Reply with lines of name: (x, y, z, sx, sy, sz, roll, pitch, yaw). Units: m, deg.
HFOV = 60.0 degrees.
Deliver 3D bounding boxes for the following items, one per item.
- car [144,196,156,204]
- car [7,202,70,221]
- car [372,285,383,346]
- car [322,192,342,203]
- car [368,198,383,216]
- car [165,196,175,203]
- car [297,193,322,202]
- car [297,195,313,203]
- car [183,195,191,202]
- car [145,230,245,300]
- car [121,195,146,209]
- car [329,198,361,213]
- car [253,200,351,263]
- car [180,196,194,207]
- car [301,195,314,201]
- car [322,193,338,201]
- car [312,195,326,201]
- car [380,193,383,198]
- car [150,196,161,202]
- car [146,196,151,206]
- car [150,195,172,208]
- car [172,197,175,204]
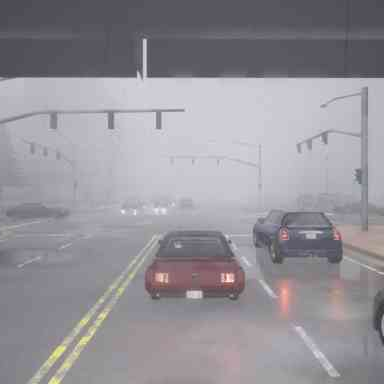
car: (-8.027, 1.526, 63.959, 1.812, 1.442, 4.674, 0, 0, 0)
car: (-12.333, 1.525, 26.873, 4.674, 1.442, 1.812, 0, 0, -6)
car: (3.601, 1.505, 3.018, 1.837, 1.490, 4.892, 0, 0, 0)
car: (19.556, 1.156, 48.097, 1.905, 1.878, 3.866, 0, 0, 0)
car: (19.265, 1.505, 30.379, 4.892, 1.490, 1.837, 0, 0, 1)
car: (-4.519, 1.601, 68.742, 1.895, 1.301, 4.718, 0, 0, 0)
car: (16.662, 1.153, 48.144, 1.932, 1.855, 4.605, 0, 0, 0)
car: (22.216, 1.395, 65.572, 1.970, 1.475, 3.806, 0, 0, 0)
car: (-1.046, 1.524, 74.017, 1.812, 1.442, 4.674, 0, 0, 0)
car: (0.069, 1.601, 8.342, 1.895, 1.301, 4.718, 0, 0, 0)
car: (-8.031, 1.352, 44.782, 2.097, 1.767, 4.553, 0, 0, 2)
car: (16.681, 1.564, 33.913, 4.181, 1.385, 1.994, 0, 0, 1)
car: (3.585, 1.352, 12.107, 2.097, 1.767, 4.553, 0, 0, 0)
car: (-0.806, 1.477, 49.829, 1.882, 1.535, 5.008, 0, 0, 0)
car: (27.945, 1.395, 80.689, 1.970, 1.475, 3.806, 0, 0, 0)
car: (33.523, 1.153, 80.753, 1.932, 1.855, 4.605, 0, 0, 0)
car: (30.840, 1.364, 80.695, 1.784, 1.438, 3.905, 0, 0, 0)
car: (39.113, 1.153, 65.706, 1.932, 1.855, 4.605, 0, 0, 0)
car: (-8.046, 1.552, 73.971, 1.994, 1.385, 4.181, 0, 0, 0)
car: (-8.014, 1.478, 53.953, 1.882, 1.535, 5.008, 0, 0, 0)
car: (-4.492, 1.491, 49.545, 2.128, 1.511, 4.902, 0, 0, 0)
car: (-4.530, 1.352, 58.587, 2.097, 1.767, 4.553, 0, 0, 0)
